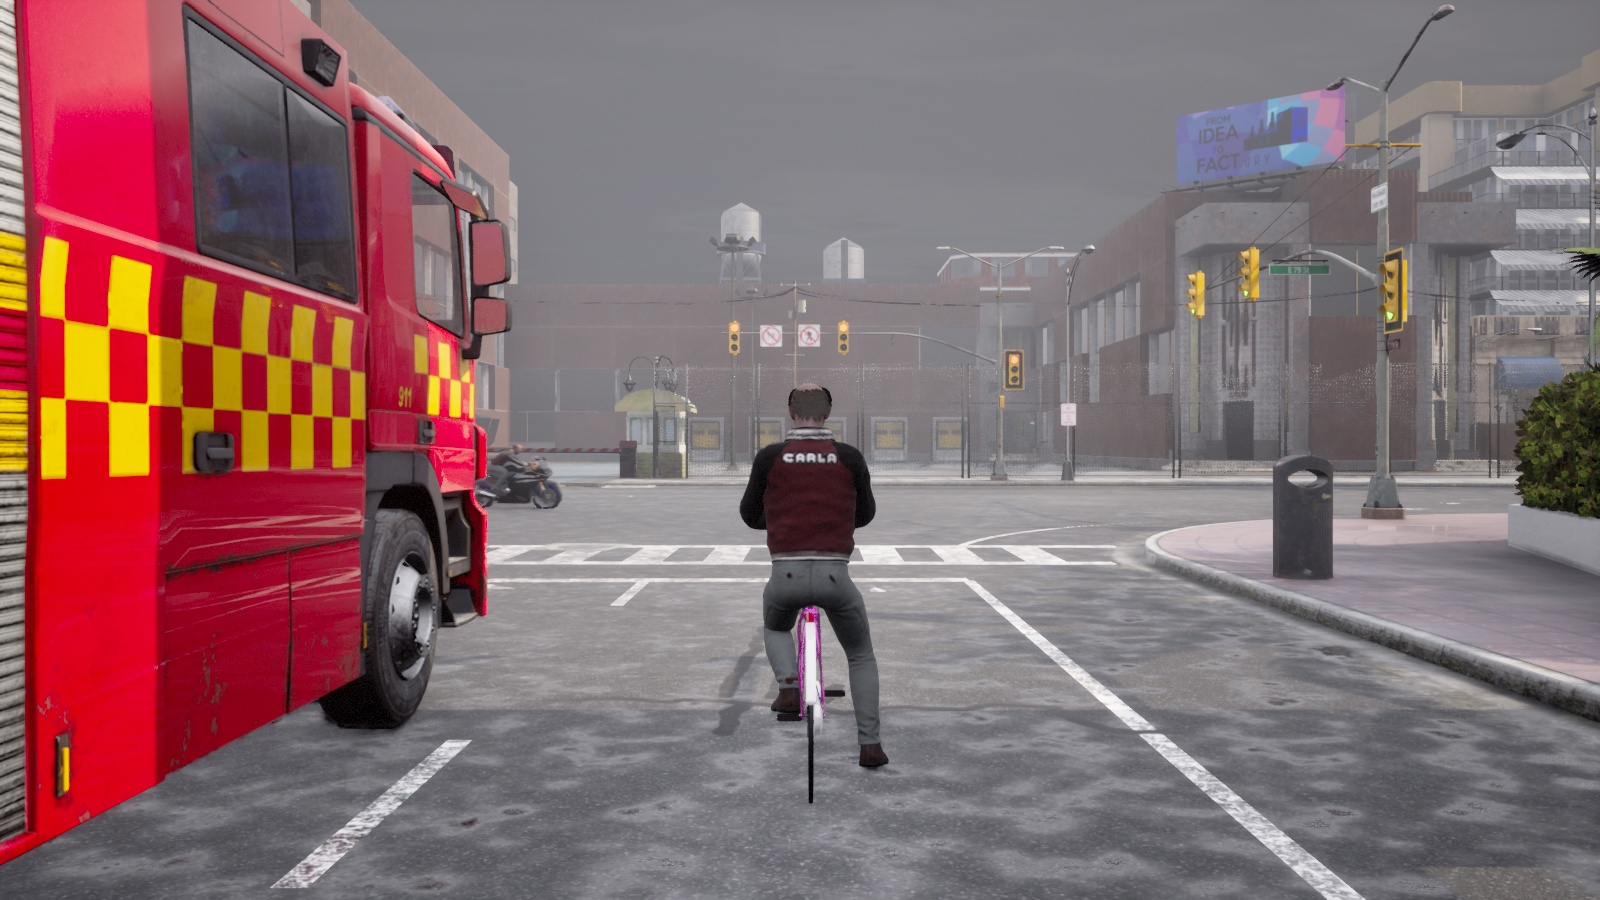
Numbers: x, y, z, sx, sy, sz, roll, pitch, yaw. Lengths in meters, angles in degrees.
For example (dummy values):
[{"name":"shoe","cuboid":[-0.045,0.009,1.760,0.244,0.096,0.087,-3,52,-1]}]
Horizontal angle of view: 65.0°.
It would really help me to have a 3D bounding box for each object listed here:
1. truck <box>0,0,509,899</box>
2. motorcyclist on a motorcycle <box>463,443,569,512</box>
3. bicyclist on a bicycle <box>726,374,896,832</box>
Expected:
[{"name":"truck","cuboid":[-3.466,-0.448,4.401,2.891,3.827,8.468,0,0,0]},{"name":"motorcyclist on a motorcycle","cuboid":[-6.404,0.616,28.373,2.191,1.530,0.866,0,0,1]},{"name":"bicyclist on a bicycle","cuboid":[0.044,0.584,5.787,0.659,1.776,1.843,0,1,0]}]
